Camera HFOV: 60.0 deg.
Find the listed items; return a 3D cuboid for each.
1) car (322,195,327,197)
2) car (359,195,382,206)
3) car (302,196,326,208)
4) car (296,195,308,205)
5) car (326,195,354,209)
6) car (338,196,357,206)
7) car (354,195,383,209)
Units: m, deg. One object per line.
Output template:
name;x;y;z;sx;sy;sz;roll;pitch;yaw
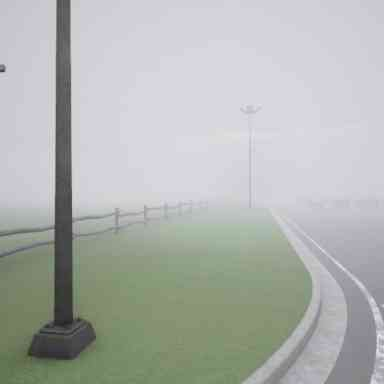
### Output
car;22.524;1.338;56.267;2.097;1.767;4.553;0;0;11
car;29.392;1.337;54.911;2.097;1.767;4.553;0;0;11
car;17.157;1.590;46.893;1.895;1.301;4.718;0;0;11
car;19.091;1.339;56.945;2.097;1.767;4.553;0;0;11
car;20.557;1.466;46.298;1.882;1.535;5.008;0;0;11
car;25.964;1.490;55.618;1.837;1.490;4.892;0;0;11
car;23.992;1.465;45.623;1.882;1.535;5.008;0;0;11
